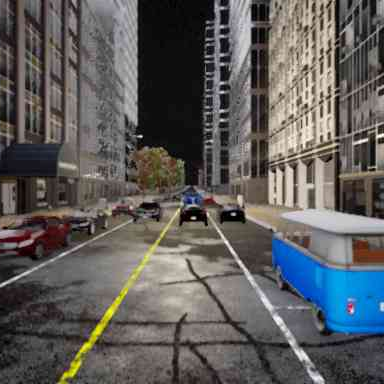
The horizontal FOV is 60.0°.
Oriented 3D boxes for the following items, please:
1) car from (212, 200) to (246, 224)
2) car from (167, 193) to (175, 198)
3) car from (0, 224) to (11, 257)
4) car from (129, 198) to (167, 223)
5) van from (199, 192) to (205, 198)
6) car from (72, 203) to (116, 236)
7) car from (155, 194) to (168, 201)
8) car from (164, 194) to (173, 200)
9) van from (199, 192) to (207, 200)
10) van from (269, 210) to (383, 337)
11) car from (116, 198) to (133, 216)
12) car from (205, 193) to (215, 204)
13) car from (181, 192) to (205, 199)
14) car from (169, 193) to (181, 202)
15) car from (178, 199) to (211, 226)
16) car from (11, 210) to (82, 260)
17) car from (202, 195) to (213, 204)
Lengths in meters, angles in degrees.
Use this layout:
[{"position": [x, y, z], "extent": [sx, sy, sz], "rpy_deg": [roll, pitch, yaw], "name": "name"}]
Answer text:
[{"position": [2.681, 1.453, 23.457], "extent": [1.947, 1.339, 4.313], "rpy_deg": [0, 0, 0], "name": "car"}, {"position": [-5.802, 1.011, 91.842], "extent": [1.947, 1.339, 4.313], "rpy_deg": [0, 1, 0], "name": "car"}, {"position": [-5.694, 1.515, 6.359], "extent": [1.887, 1.381, 4.507], "rpy_deg": [0, 0, 0], "name": "car"}, {"position": [-3.107, 1.407, 24.391], "extent": [1.812, 1.442, 4.674], "rpy_deg": [0, 0, 0], "name": "car"}, {"position": [2.742, 0.786, 91.844], "extent": [1.690, 1.788, 3.998], "rpy_deg": [0, 1, 0], "name": "van"}, {"position": [-5.698, 1.466, 17.755], "extent": [2.008, 1.369, 4.403], "rpy_deg": [0, 0, 0], "name": "car"}, {"position": [-5.712, 1.260, 57.641], "extent": [2.008, 1.369, 4.403], "rpy_deg": [0, 0, 0], "name": "car"}, {"position": [-5.718, 1.119, 80.446], "extent": [1.947, 1.339, 4.313], "rpy_deg": [0, 0, 0], "name": "car"}, {"position": [2.664, 0.894, 80.448], "extent": [1.690, 1.788, 3.998], "rpy_deg": [0, 1, 0], "name": "van"}, {"position": [2.686, 1.312, 6.360], "extent": [1.690, 1.788, 3.998], "rpy_deg": [0, 0, 0], "name": "van"}, {"position": [-5.702, 1.297, 29.152], "extent": [1.967, 1.590, 4.097], "rpy_deg": [0, 0, 0], "name": "car"}, {"position": [2.671, 1.284, 51.946], "extent": [1.887, 1.381, 4.507], "rpy_deg": [0, 0, 0], "name": "car"}, {"position": [0.085, 1.024, 40.164], "extent": [2.150, 2.045, 5.566], "rpy_deg": [0, 1, 0], "name": "car"}, {"position": [-3.041, 1.168, 65.468], "extent": [1.837, 1.490, 4.892], "rpy_deg": [0, 0, 0], "name": "car"}, {"position": [0.088, 1.416, 22.582], "extent": [1.812, 1.442, 4.674], "rpy_deg": [0, 0, 0], "name": "car"}, {"position": [-5.696, 1.526, 12.058], "extent": [1.802, 1.307, 4.206], "rpy_deg": [0, 0, 0], "name": "car"}, {"position": [2.669, 1.291, 57.643], "extent": [1.802, 1.307, 4.206], "rpy_deg": [0, 0, 0], "name": "car"}]
